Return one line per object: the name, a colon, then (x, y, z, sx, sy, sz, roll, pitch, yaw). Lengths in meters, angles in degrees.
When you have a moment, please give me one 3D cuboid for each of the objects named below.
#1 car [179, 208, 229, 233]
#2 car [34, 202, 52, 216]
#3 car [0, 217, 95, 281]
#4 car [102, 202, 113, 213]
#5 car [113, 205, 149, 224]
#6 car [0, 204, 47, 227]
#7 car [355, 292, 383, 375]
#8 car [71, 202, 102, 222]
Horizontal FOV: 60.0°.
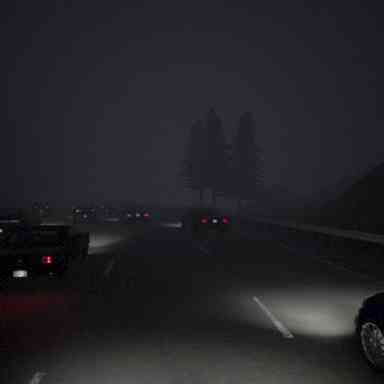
car: (0.622, 1.676, 20.793, 2.033, 1.411, 5.357, 0, 0, -15)
car: (-15.826, 1.742, 34.918, 2.128, 1.511, 4.902, 0, 0, -25)
car: (-4.386, 1.674, 10.135, 1.895, 1.301, 4.718, 0, 0, -8)
car: (-10.862, 1.878, 40.805, 1.895, 1.301, 4.718, 0, 0, -25)
car: (-4.698, 1.721, 26.271, 2.033, 1.411, 5.357, 0, 0, -19)
car: (-9.536, 1.624, 17.932, 2.128, 1.511, 4.902, 0, 0, -14)
car: (3.256, 1.536, 2.697, 1.812, 1.442, 4.674, 0, 0, -3)
car: (-9.138, 1.686, 28.194, 2.128, 1.511, 4.902, 0, 0, -20)
